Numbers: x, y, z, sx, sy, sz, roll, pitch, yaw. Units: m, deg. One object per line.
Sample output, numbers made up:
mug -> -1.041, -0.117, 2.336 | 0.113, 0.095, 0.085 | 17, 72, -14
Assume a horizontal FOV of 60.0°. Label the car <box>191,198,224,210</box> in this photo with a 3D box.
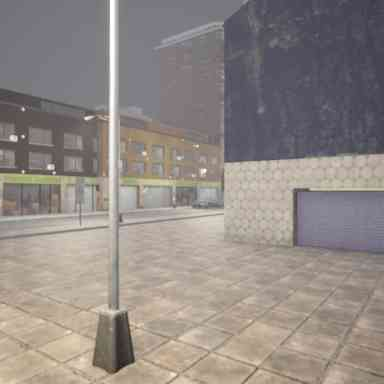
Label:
car -> 2.129, 1.508, 42.884 | 2.033, 1.411, 5.357 | 0, 0, 36
